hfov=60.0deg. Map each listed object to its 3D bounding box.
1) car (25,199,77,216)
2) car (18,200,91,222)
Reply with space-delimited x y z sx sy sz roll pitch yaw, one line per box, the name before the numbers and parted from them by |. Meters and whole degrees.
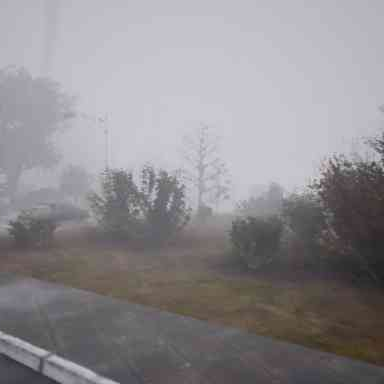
car | -13.802 1.545 32.976 1.837 1.490 4.892 1 -2 21
car | -9.733 1.480 23.963 2.033 1.411 5.357 1 -1 23
